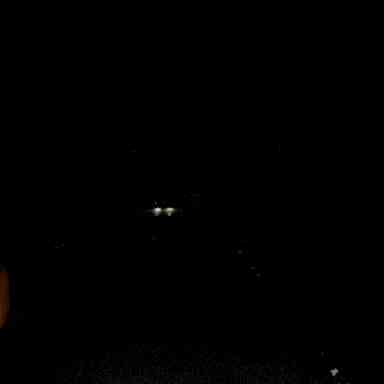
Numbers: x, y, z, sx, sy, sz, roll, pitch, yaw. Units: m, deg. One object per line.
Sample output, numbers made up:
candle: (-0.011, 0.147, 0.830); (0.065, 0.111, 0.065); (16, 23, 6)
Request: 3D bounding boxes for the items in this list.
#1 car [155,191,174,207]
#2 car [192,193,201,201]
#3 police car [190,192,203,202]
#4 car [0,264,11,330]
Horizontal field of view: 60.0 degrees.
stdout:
car: (-3.620, 0.906, 44.286); (2.150, 2.045, 5.566); (0, 1, 0)
car: (0.999, 1.037, 71.645); (1.812, 1.442, 4.674); (0, 0, 0)
police car: (1.006, 0.999, 61.753); (1.930, 1.638, 5.238); (0, 0, 0)
car: (-3.600, 1.455, 2.846); (1.882, 1.535, 5.008); (0, 0, 0)
